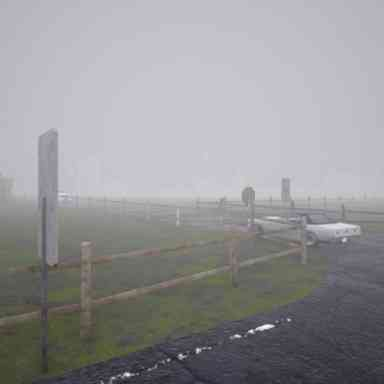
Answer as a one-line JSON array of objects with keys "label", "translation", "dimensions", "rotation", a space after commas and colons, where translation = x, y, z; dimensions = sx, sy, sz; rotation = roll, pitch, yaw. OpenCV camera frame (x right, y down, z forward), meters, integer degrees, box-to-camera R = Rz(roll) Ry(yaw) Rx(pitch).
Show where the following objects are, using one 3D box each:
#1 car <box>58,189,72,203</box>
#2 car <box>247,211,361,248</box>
[{"label": "car", "translation": [-19.655, 0.557, 49.414], "dimensions": [2.150, 2.045, 5.566], "rotation": [0, 1, -37]}, {"label": "car", "translation": [4.589, 1.496, 14.481], "dimensions": [1.895, 1.301, 4.718], "rotation": [0, 1, -33]}]
